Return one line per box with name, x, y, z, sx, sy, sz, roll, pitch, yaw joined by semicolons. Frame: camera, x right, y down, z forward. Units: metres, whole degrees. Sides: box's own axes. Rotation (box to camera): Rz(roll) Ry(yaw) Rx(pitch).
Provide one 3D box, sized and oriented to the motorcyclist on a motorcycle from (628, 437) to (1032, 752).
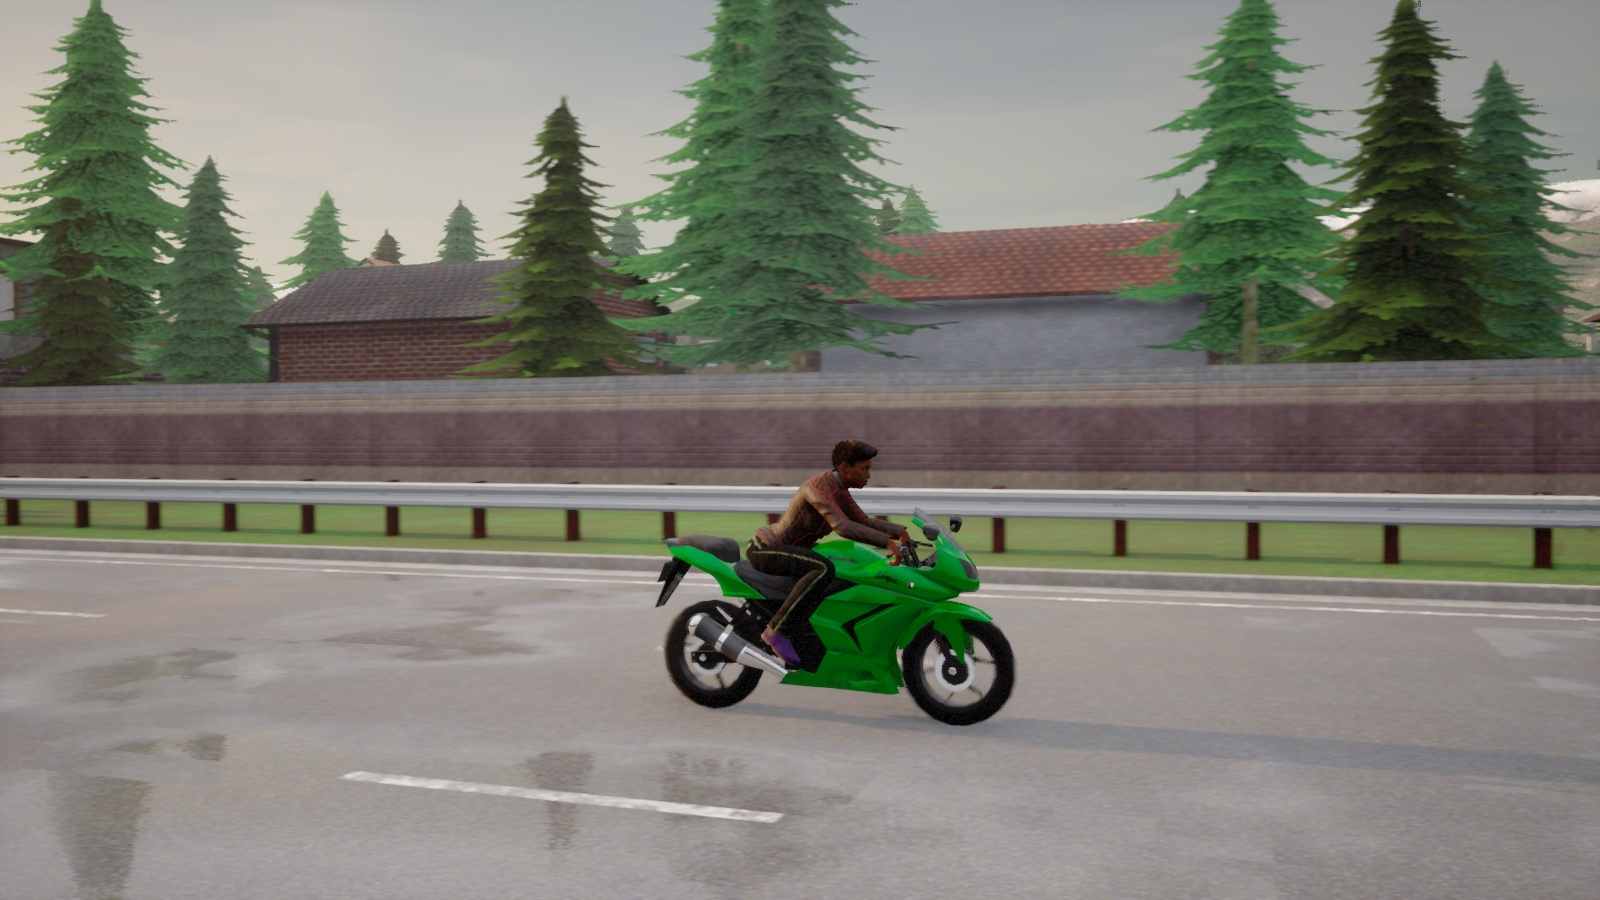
motorcyclist on a motorcycle;0.171;0.700;6.828;2.044;1.523;0.797;1;1;19
